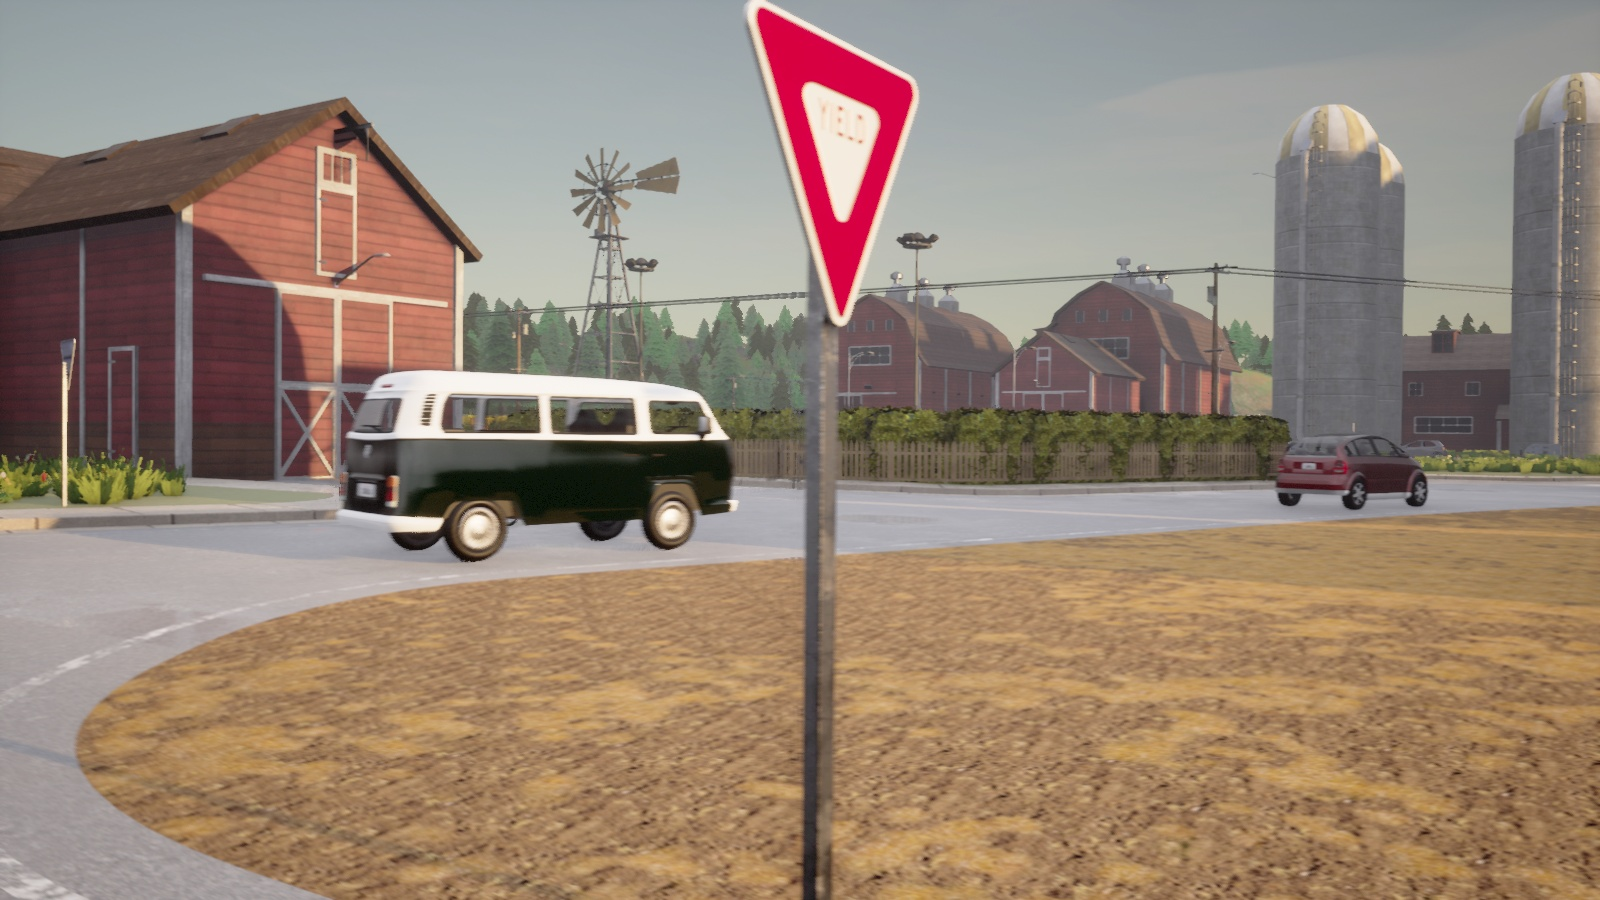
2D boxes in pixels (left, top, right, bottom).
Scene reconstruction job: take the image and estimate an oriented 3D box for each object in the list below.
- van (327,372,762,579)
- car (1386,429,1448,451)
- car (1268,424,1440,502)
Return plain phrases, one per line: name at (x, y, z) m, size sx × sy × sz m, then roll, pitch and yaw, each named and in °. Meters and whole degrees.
van at (-2.858, 0.203, 14.594) m, size 4.480 × 2.038 × 2.069 m, roll -1°, pitch 1°, yaw -40°
car at (42.623, -0.688, 86.741) m, size 3.633 × 1.501 × 1.845 m, roll 0°, pitch 1°, yaw 33°
car at (11.809, 0.227, 26.701) m, size 3.705 × 1.549 × 1.789 m, roll -1°, pitch 1°, yaw -37°
